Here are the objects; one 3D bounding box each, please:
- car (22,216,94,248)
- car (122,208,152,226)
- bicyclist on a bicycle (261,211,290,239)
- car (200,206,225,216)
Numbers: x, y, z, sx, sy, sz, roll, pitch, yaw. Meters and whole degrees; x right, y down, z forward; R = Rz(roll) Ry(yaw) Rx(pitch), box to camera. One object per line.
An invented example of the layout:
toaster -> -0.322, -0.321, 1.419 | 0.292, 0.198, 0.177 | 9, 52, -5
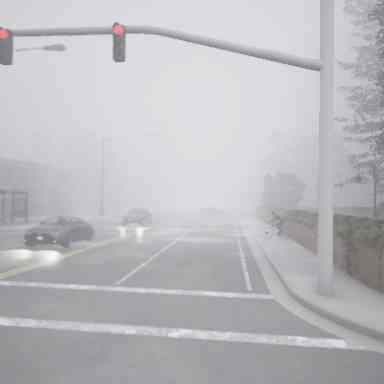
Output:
car -> -6.516, 1.910, 16.685 | 1.994, 1.385, 4.181 | 1, -2, 6
car -> -4.935, 2.243, 30.534 | 1.837, 1.490, 4.892 | 1, -1, 7
bicyclist on a bicycle -> 4.822, 1.902, 19.166 | 1.656, 1.620, 0.582 | 1, -2, 6
car -> 3.232, 2.939, 51.304 | 2.128, 1.511, 4.902 | 0, -3, 40
